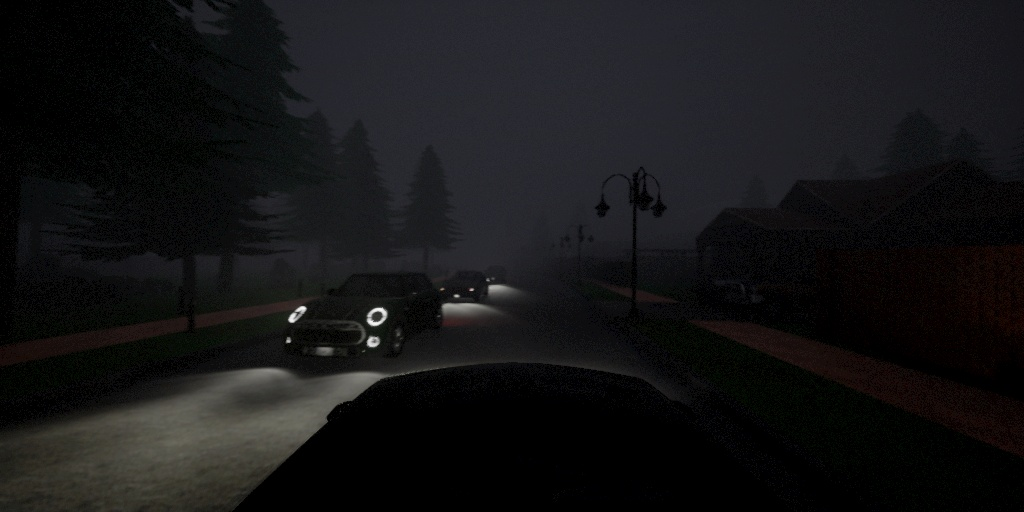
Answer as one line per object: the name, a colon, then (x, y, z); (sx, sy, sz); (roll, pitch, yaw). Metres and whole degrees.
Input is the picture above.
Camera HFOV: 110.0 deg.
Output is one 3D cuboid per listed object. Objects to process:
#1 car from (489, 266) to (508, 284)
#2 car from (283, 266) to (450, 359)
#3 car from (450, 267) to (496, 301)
car: (-1.436, 1.645, 32.388); (2.128, 1.511, 4.902); (1, -1, 3)
car: (-3.180, 1.152, 8.677); (2.097, 1.767, 4.553); (1, -1, 4)
car: (-2.360, 1.507, 19.262); (2.033, 1.411, 5.357); (1, -1, 4)
